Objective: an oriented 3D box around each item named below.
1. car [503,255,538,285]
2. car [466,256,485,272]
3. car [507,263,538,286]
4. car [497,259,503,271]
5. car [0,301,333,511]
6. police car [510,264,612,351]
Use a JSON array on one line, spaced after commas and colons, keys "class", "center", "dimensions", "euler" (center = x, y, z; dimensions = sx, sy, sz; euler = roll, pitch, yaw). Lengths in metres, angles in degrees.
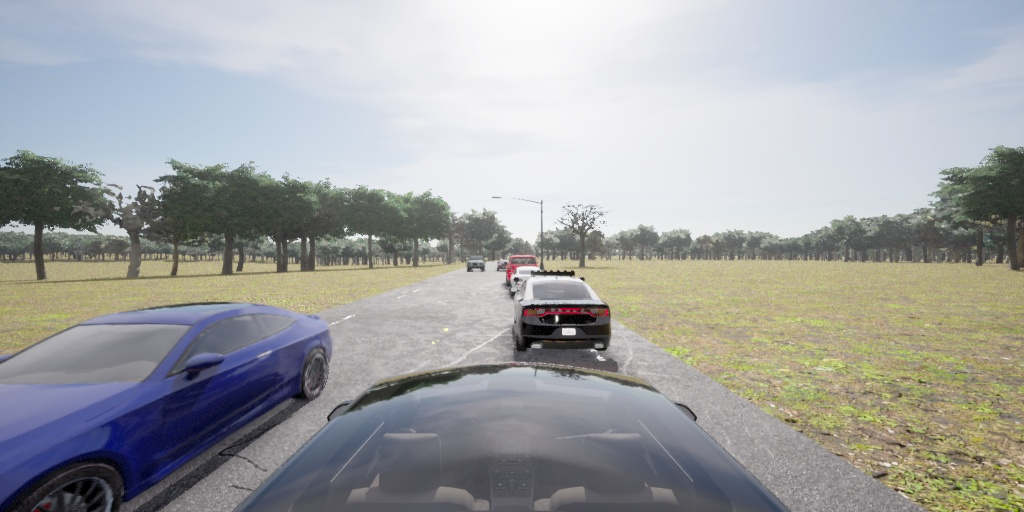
[{"class": "car", "center": [0.666, 0.974, 25.087], "dimensions": [2.150, 2.045, 5.566], "euler": [0, 0, -2]}, {"class": "car", "center": [-4.646, 0.984, 46.709], "dimensions": [2.150, 2.045, 5.566], "euler": [0, 0, -2]}, {"class": "car", "center": [0.836, 1.275, 19.041], "dimensions": [1.812, 1.442, 4.674], "euler": [0, 0, -1]}, {"class": "car", "center": [-1.074, 1.290, 49.196], "dimensions": [1.812, 1.442, 4.674], "euler": [0, 0, -1]}, {"class": "car", "center": [-3.636, 1.275, 3.739], "dimensions": [1.812, 1.442, 4.674], "euler": [0, 0, 0]}, {"class": "police car", "center": [1.009, 1.174, 9.115], "dimensions": [1.930, 1.638, 5.238], "euler": [0, 0, -1]}]
